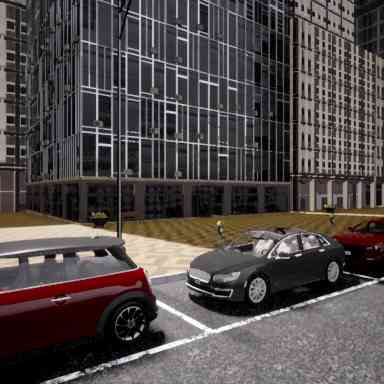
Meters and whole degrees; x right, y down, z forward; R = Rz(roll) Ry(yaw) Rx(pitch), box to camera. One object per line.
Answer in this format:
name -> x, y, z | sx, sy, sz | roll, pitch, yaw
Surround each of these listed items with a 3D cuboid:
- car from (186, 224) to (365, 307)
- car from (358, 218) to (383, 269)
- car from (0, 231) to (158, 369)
car -> 1.895, 1.551, 7.893 | 4.403, 1.369, 2.008 | 0, 0, -35
car -> 6.408, 1.547, 11.093 | 4.507, 1.381, 1.887 | 0, 0, -35
car -> -2.618, 1.440, 4.694 | 4.097, 1.590, 1.967 | 0, 0, -35
